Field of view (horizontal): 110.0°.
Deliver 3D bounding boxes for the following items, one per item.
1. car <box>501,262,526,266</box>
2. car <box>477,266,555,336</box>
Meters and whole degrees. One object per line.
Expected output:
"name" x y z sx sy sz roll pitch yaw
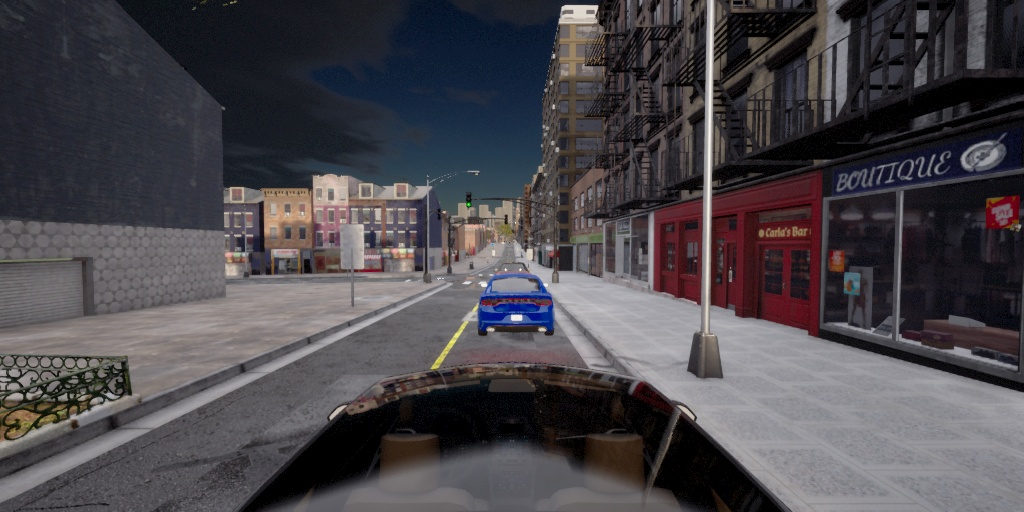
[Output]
"car" 0.054 1.109 20.654 2.097 1.767 4.553 0 0 -1
"car" 0.089 1.229 10.472 1.882 1.535 5.008 0 0 0
